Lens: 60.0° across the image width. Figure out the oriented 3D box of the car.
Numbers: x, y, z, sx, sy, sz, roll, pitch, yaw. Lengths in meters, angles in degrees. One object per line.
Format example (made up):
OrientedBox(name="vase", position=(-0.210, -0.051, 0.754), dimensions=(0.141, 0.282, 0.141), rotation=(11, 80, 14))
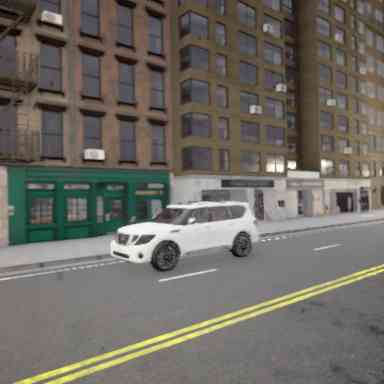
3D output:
OrientedBox(name="car", position=(-0.019, 1.397, 11.849), dimensions=(5.566, 2.045, 2.150), rotation=(-1, -1, -38))
